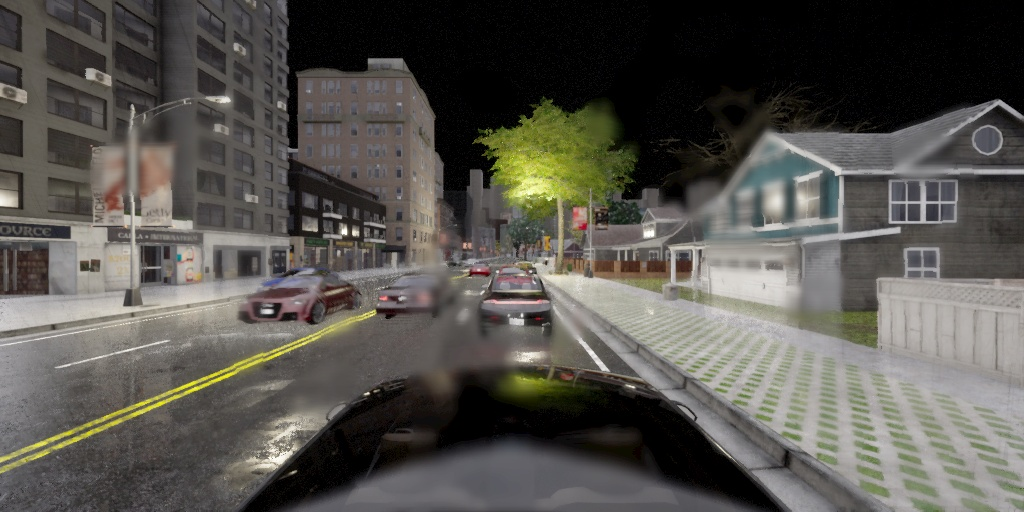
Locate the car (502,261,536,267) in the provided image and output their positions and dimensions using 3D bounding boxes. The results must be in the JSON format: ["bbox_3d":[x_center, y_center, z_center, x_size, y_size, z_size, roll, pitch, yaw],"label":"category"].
[{"bbox_3d":[0.120,1.218,19.800,1.882,1.535,5.008,0,0,0],"label":"car"}]

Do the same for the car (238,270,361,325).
[{"bbox_3d":[-6.588,1.311,11.649,1.994,1.385,4.181,0,0,0],"label":"car"}]

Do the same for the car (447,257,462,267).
[{"bbox_3d":[-9.748,1.039,61.756,2.097,1.767,4.553,0,0,0],"label":"car"}]

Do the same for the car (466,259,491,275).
[{"bbox_3d":[-3.111,1.285,35.861,1.994,1.385,4.181,0,0,0],"label":"car"}]

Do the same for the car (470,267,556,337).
[{"bbox_3d":[0.112,1.239,10.296,2.128,1.511,4.902,0,0,0],"label":"car"}]

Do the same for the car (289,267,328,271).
[{"bbox_3d":[-9.833,1.269,17.105,1.812,1.442,4.674,0,0,0],"label":"car"}]

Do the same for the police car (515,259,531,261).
[{"bbox_3d":[1.006,1.155,29.529,1.930,1.638,5.238,0,0,0],"label":"police car"}]

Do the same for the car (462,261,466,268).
[{"bbox_3d":[-6.524,1.217,58.124,1.812,1.442,4.674,0,0,0],"label":"car"}]

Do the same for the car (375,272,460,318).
[{"bbox_3d":[-3.137,1.293,12.883,2.033,1.411,5.357,0,0,0],"label":"car"}]
